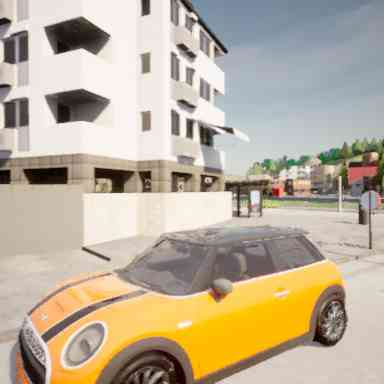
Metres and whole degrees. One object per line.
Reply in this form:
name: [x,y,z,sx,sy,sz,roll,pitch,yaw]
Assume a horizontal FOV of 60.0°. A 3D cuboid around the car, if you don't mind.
car: [0.122,1.335,4.671,4.553,1.767,2.097,0,0,-35]
